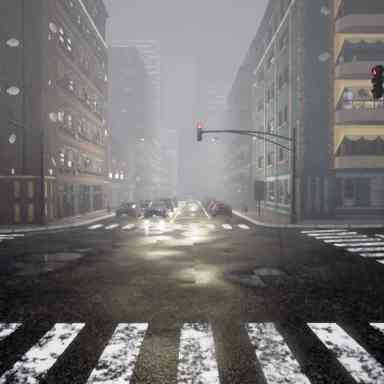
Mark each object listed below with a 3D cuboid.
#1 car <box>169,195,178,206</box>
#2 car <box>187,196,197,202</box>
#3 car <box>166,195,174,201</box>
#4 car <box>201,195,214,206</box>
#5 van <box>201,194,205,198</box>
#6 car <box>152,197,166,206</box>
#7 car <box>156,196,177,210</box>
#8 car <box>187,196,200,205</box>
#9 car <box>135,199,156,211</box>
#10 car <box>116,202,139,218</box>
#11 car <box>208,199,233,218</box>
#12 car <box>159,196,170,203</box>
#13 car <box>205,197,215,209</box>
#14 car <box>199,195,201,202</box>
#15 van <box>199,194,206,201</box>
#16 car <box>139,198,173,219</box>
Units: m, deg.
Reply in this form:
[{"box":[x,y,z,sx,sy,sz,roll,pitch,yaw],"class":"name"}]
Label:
[{"box":[-3.077,1.503,50.294,2.128,1.511,4.902,0,0,0],"class":"car"},{"box":[0.015,1.452,69.703,1.895,1.301,4.718,0,0,0],"class":"car"},{"box":[-5.679,1.563,85.290,1.752,1.417,4.829,0,0,0],"class":"car"},{"box":[2.694,1.555,46.781,1.887,1.381,4.507,0,0,0],"class":"car"},{"box":[2.694,1.354,52.304,1.690,1.788,3.998,0,0,0],"class":"van"},{"box":[-5.685,1.561,57.842,1.887,1.381,4.507,0,0,0],"class":"car"},{"box":[-3.089,1.511,39.850,1.837,1.490,4.892,0,0,0],"class":"car"},{"box":[0.012,1.543,59.667,1.812,1.442,4.674,0,0,0],"class":"car"},{"box":[-5.688,1.573,41.271,1.947,1.339,4.313,0,0,0],"class":"car"},{"box":[-5.690,1.568,30.224,1.947,1.339,4.313,0,0,0],"class":"car"},{"box":[2.691,1.584,30.211,1.802,1.307,4.206,0,0,0],"class":"car"},{"box":[-5.682,1.606,68.889,1.802,1.307,4.206,0,0,0],"class":"car"},{"box":[2.692,1.570,35.734,1.947,1.339,4.313,0,0,0],"class":"car"},{"box":[2.697,1.582,57.828,1.947,1.339,4.313,0,0,0],"class":"car"},{"box":[2.700,1.379,85.446,1.690,1.788,3.998,-1,0,0],"class":"van"},{"box":[-3.095,1.550,29.731,2.033,1.411,5.357,0,0,0],"class":"car"}]
